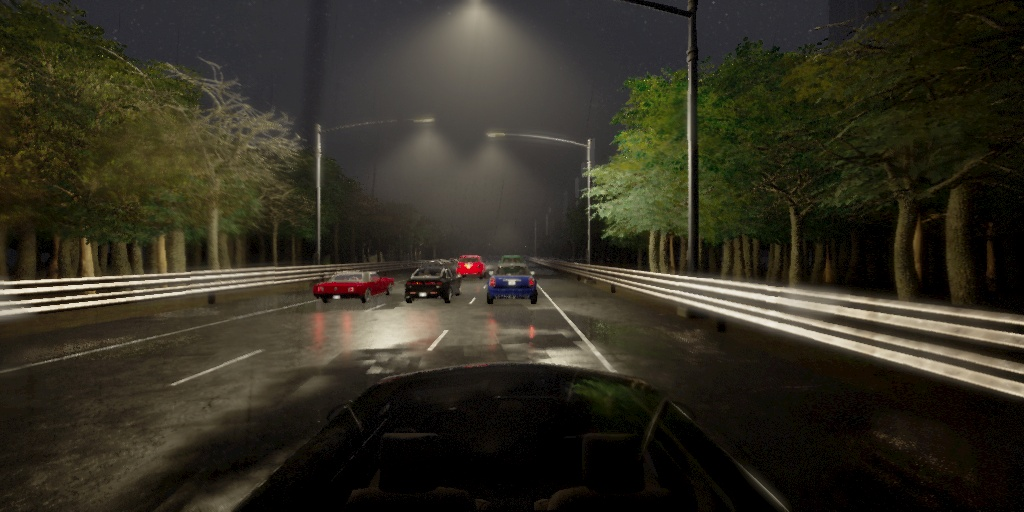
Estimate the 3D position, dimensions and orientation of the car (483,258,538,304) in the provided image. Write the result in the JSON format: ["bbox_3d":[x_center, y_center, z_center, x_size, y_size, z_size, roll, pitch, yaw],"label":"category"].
[{"bbox_3d":[0.000,1.111,16.470,2.097,1.767,4.553,0,0,0],"label":"car"}]

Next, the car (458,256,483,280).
[{"bbox_3d":[-3.500,0.989,31.530,2.150,2.045,5.566,0,0,0],"label":"car"}]

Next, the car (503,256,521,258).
[{"bbox_3d":[0.000,0.989,31.529,2.150,2.045,5.566,0,0,0],"label":"car"}]

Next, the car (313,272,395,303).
[{"bbox_3d":[-7.000,1.361,16.530,1.895,1.301,4.718,0,0,0],"label":"car"}]

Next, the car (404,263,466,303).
[{"bbox_3d":[-3.500,1.261,16.500,1.837,1.490,4.892,0,0,0],"label":"car"}]
